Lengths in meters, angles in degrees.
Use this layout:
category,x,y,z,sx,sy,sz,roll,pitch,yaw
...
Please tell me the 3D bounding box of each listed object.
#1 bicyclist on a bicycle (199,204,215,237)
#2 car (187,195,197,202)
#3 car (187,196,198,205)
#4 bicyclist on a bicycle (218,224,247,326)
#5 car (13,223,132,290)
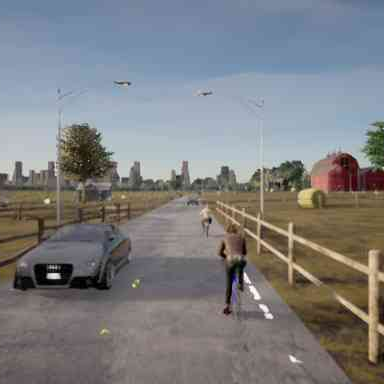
category,x,y,z,sx,sy,sz,roll,pitch,yaw
bicyclist on a bicycle,0.739,1.380,16.565,0.866,1.612,1.509,0,0,0
car,0.023,1.465,73.934,1.994,1.385,4.181,0,0,0
car,0.118,1.456,57.887,2.033,1.411,5.357,0,0,0
bicyclist on a bicycle,0.757,1.429,6.067,0.582,1.620,1.656,0,0,0
car,-2.847,1.530,8.824,1.994,1.385,4.181,0,0,0
